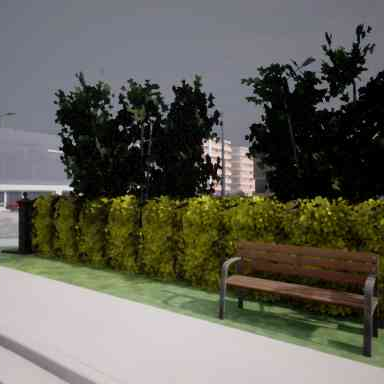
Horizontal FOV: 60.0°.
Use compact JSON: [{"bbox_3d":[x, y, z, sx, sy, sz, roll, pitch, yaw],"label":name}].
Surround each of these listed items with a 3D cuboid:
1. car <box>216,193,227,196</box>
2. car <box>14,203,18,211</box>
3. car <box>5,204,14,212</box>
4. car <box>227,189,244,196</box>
[{"bbox_3d":[4.885,0.736,71.586,2.033,1.411,5.357,0,1,35],"label":"car"},{"bbox_3d":[-16.058,1.553,35.854,1.895,1.301,4.718,0,0,36],"label":"car"},{"bbox_3d":[-18.648,1.553,38.243,1.895,1.301,4.718,0,0,35],"label":"car"},{"bbox_3d":[9.238,0.399,71.696,2.150,2.045,5.566,0,0,35],"label":"car"}]
